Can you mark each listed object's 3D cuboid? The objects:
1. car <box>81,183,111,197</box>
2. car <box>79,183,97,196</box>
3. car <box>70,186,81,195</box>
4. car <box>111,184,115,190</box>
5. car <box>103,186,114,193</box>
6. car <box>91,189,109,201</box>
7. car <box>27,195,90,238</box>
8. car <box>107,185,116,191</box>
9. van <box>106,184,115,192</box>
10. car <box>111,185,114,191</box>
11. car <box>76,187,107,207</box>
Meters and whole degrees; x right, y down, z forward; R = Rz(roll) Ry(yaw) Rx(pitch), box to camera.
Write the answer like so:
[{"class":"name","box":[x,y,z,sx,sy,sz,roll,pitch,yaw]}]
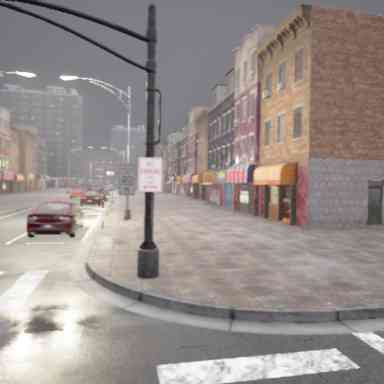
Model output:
[{"class":"car","box":[-10.145,0.185,35.488,2.192,1.841,5.009,1,1,-12]},{"class":"car","box":[-16.598,-0.473,53.297,2.150,2.045,5.566,1,1,-12]},{"class":"car","box":[-14.478,-0.054,43.223,2.097,1.767,4.553,1,1,-12]},{"class":"car","box":[-14.632,-0.191,56.768,2.008,1.369,4.403,1,1,-12]},{"class":"car","box":[-16.873,-0.474,67.407,1.947,1.339,4.313,1,1,-12]},{"class":"car","box":[-11.273,0.297,40.813,1.802,1.307,4.206,1,1,-12]},{"class":"car","box":[-5.672,1.048,14.220,1.887,1.381,4.507,1,1,-12]},{"class":"car","box":[-20.230,-1.038,83.361,1.967,1.590,4.097,1,1,-12]},{"class":"van","box":[-19.107,-0.992,78.039,1.690,1.788,3.998,1,1,-12]},{"class":"car","box":[-13.513,-0.009,51.451,1.802,1.307,4.206,1,1,-12]},{"class":"car","box":[-9.032,0.571,30.175,1.887,1.381,4.507,1,1,-12]}]
